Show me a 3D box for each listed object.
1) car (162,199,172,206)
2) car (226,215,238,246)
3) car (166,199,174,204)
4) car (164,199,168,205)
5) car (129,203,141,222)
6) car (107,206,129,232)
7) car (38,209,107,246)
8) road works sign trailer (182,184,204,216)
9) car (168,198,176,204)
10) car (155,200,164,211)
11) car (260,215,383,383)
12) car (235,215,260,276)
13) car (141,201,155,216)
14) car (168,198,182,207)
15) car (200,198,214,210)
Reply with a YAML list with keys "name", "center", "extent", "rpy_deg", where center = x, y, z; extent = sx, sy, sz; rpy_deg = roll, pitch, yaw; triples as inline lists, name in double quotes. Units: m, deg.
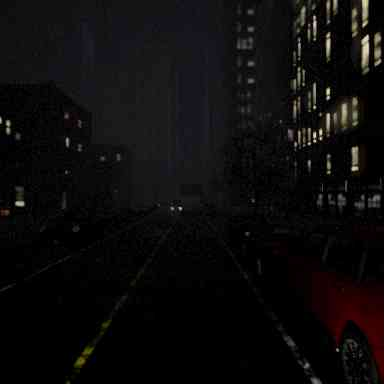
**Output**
- name: "car"
  center: [-5.710, 2.389, 76.722]
  extent: [1.887, 1.381, 4.507]
  rpy_deg: [0, -1, 0]
- name: "car"
  center: [2.684, 1.732, 15.965]
  extent: [1.947, 1.339, 4.313]
  rpy_deg: [0, -1, 0]
- name: "car"
  center: [-5.711, 2.541, 87.768]
  extent: [1.947, 1.339, 4.313]
  rpy_deg: [0, -1, 0]
- name: "car"
  center: [-5.708, 2.331, 71.198]
  extent: [2.008, 1.369, 4.403]
  rpy_deg: [0, -1, 0]
- name: "car"
  center: [-5.699, 1.835, 27.008]
  extent: [2.008, 1.369, 4.403]
  rpy_deg: [0, -1, 0]
- name: "car"
  center: [-5.697, 1.775, 21.483]
  extent: [2.008, 1.369, 4.403]
  rpy_deg: [0, -1, 0]
- name: "car"
  center: [-5.697, 1.606, 15.962]
  extent: [1.967, 1.590, 4.097]
  rpy_deg: [0, -1, 0]
- name: "road works sign trailer"
  center: [-0.009, 0.876, 38.662]
  extent: [2.380, 3.560, 2.880]
  rpy_deg: [0, -1, 0]
- name: "car"
  center: [-5.713, 2.481, 93.294]
  extent: [1.967, 1.590, 4.097]
  rpy_deg: [0, -1, 0]
- name: "car"
  center: [-5.703, 2.079, 49.103]
  extent: [2.008, 1.369, 4.403]
  rpy_deg: [0, -1, 0]
- name: "car"
  center: [2.686, 1.367, 4.919]
  extent: [2.192, 1.841, 5.009]
  rpy_deg: [0, -1, 0]
- name: "car"
  center: [2.685, 1.653, 10.441]
  extent: [1.887, 1.381, 4.507]
  rpy_deg: [0, -1, 0]
- name: "car"
  center: [-5.701, 1.929, 37.884]
  extent: [1.752, 1.417, 4.829]
  rpy_deg: [0, -1, 0]
- name: "car"
  center: [-3.029, 2.190, 65.322]
  extent: [1.882, 1.535, 5.008]
  rpy_deg: [0, -1, 0]
- name: "car"
  center: [2.676, 2.141, 54.631]
  extent: [2.008, 1.369, 4.403]
  rpy_deg: [0, -1, 0]
